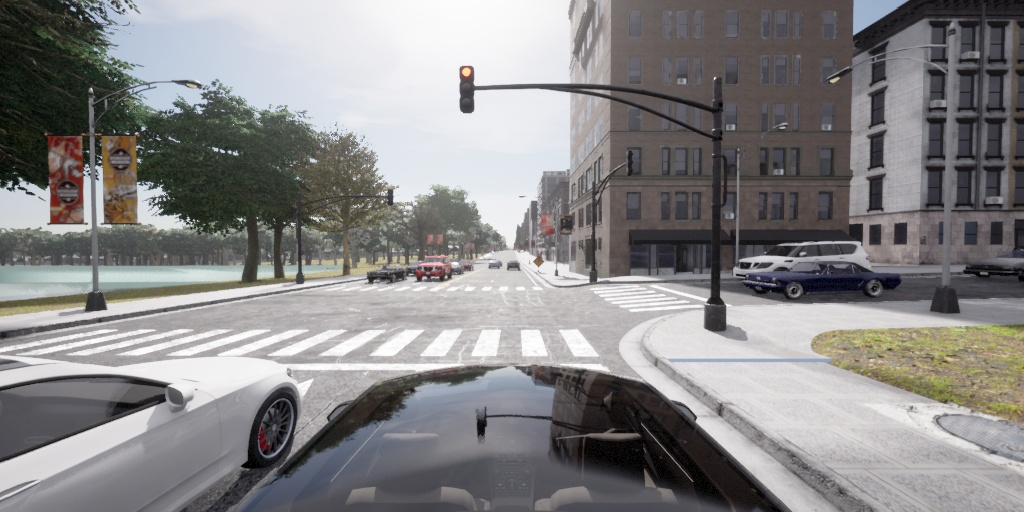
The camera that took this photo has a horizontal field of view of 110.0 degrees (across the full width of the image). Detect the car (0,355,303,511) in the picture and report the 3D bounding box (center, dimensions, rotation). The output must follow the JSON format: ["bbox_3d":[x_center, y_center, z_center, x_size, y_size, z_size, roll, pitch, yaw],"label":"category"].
[{"bbox_3d":[-3.167,1.276,1.916,1.812,1.442,4.674,0,0,0],"label":"car"}]

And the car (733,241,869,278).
[{"bbox_3d":[13.603,0.353,16.942,5.566,2.045,2.150,-2,1,-2],"label":"car"}]

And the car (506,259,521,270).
[{"bbox_3d":[0.224,1.326,54.685,1.837,1.490,4.892,0,0,0],"label":"car"}]

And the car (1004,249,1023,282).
[{"bbox_3d":[22.641,0.460,13.722,4.892,1.490,1.837,-2,1,0],"label":"car"}]

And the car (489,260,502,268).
[{"bbox_3d":[-3.009,1.379,61.381,2.033,1.411,5.357,0,0,0],"label":"car"}]

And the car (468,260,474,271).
[{"bbox_3d":[-6.476,1.288,49.946,1.882,1.535,5.008,0,0,0],"label":"car"}]

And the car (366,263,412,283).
[{"bbox_3d":[-9.788,1.364,28.464,1.895,1.301,4.718,0,0,0],"label":"car"}]

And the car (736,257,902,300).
[{"bbox_3d":[11.569,0.860,13.652,4.718,1.301,1.895,-2,1,-1],"label":"car"}]

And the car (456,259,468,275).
[{"bbox_3d":[-6.505,1.349,40.041,1.994,1.385,4.181,0,0,1],"label":"car"}]

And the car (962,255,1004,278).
[{"bbox_3d":[25.004,0.367,16.985,5.357,1.411,2.033,-2,1,0],"label":"car"}]

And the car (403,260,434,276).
[{"bbox_3d":[-9.763,1.258,37.867,1.882,1.535,5.008,0,0,0],"label":"car"}]

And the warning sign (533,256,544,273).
[{"bbox_3d":[2.939,0.900,39.865,1.300,1.860,1.060,0,0,0],"label":"warning sign"}]

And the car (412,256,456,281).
[{"bbox_3d":[-6.533,0.988,30.653,2.150,2.045,5.566,0,0,0],"label":"car"}]
